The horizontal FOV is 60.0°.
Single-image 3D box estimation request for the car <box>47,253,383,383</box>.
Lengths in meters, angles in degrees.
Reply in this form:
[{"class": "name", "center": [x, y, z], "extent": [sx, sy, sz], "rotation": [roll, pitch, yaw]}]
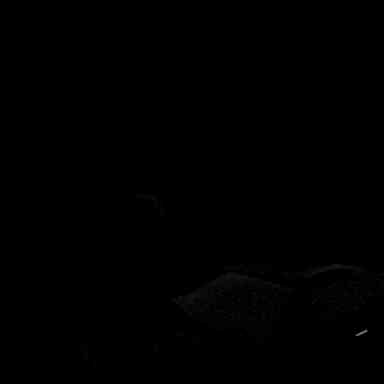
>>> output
[{"class": "car", "center": [0.880, 1.511, 3.698], "extent": [4.674, 1.442, 1.812], "rotation": [0, 0, -35]}]
